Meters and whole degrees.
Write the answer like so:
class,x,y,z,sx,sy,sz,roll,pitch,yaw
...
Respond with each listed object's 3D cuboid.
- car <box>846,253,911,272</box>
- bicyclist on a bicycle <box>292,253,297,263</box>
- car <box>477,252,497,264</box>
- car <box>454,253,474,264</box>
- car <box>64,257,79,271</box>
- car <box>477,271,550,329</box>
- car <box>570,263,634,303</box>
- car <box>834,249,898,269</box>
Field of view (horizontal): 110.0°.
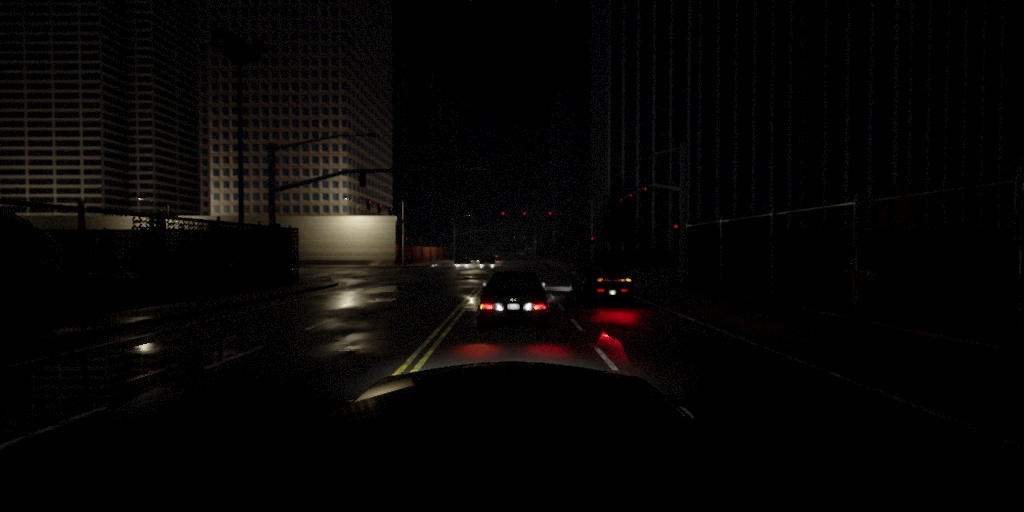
class,x,y,z,sx,sy,sz,roll,pitch,yaw
car,34.436,0.683,33.321,4.674,1.442,1.812,0,1,0
bicyclist on a bicycle,-25.578,0.316,41.737,0.582,1.620,1.656,0,1,0
car,-3.582,0.365,52.525,1.882,1.535,5.008,0,1,0
car,-7.084,0.462,51.883,1.994,1.385,4.181,0,1,0
car,-39.653,0.439,29.790,5.566,2.045,2.150,0,1,0
car,0.055,1.146,10.593,2.033,1.411,5.357,0,1,1
car,3.636,1.025,15.024,1.837,1.490,4.892,0,0,2
car,36.501,0.320,36.821,5.566,2.045,2.150,0,1,0
